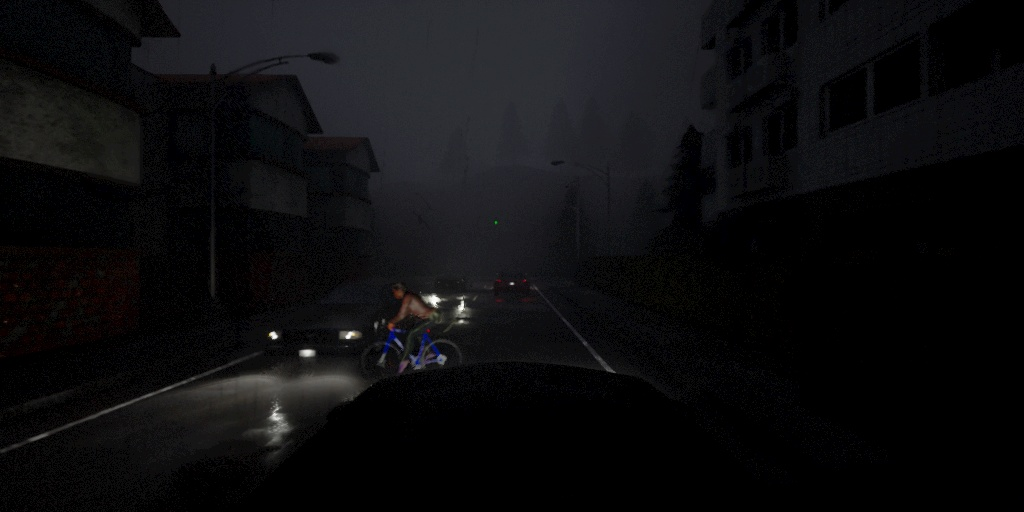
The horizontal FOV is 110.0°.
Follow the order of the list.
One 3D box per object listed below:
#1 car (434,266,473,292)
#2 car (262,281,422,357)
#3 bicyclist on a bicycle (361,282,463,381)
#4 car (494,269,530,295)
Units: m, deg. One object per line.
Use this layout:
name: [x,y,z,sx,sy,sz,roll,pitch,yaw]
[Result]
car: [-3.639,1.379,22.945,1.882,1.535,5.008,0,0,0]
car: [-3.631,1.350,9.012,2.033,1.411,5.357,0,0,0]
bicyclist on a bicycle: [-1.630,1.232,5.777,1.656,1.620,0.582,-2,0,0]
car: [-0.018,1.450,20.885,1.994,1.385,4.181,0,0,0]
